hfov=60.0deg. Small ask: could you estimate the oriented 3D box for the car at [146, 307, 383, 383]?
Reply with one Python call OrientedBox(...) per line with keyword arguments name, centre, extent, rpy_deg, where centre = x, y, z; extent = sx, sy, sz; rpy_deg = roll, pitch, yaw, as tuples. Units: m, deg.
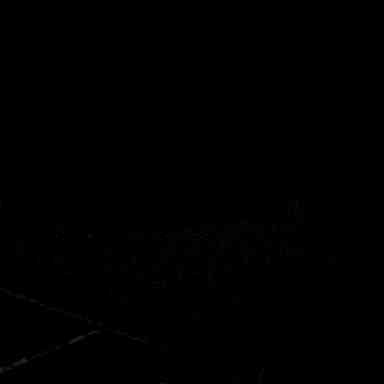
OrientedBox(name="car", centre=(1.462, 1.440, 1.916), extent=(4.097, 1.590, 1.967), rpy_deg=(0, 0, 36))
